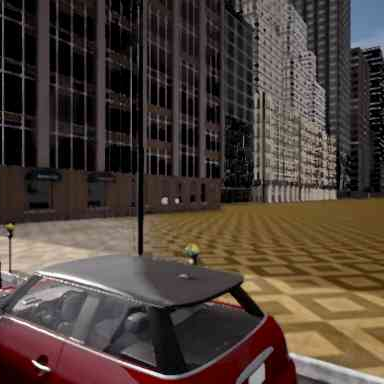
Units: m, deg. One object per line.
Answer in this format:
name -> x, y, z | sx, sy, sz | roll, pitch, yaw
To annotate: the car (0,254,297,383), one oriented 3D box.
car -> -1.088, 1.435, 3.648 | 4.097, 1.590, 1.967 | 0, 0, 35
